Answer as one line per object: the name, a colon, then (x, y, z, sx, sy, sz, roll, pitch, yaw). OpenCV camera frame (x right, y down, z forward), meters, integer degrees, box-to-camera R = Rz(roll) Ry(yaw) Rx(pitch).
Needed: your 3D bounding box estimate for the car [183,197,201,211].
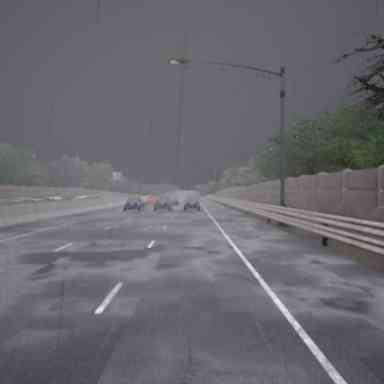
car: (0.010, 1.393, 41.586, 2.097, 1.767, 4.553, 0, 0, 0)

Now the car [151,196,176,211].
car: (-3.490, 1.393, 41.562, 2.097, 1.767, 4.553, 0, 0, 0)

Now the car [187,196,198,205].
car: (0.066, 1.548, 60.030, 1.882, 1.535, 5.008, 0, 0, 0)

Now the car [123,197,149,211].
car: (-6.989, 1.392, 40.889, 2.097, 1.767, 4.553, 0, 0, 0)

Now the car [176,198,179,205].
car: (-3.434, 1.634, 59.963, 1.994, 1.385, 4.181, 0, 0, 0)

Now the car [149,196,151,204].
car: (-6.928, 1.423, 60.396, 2.097, 1.767, 4.553, 0, 0, 0)
